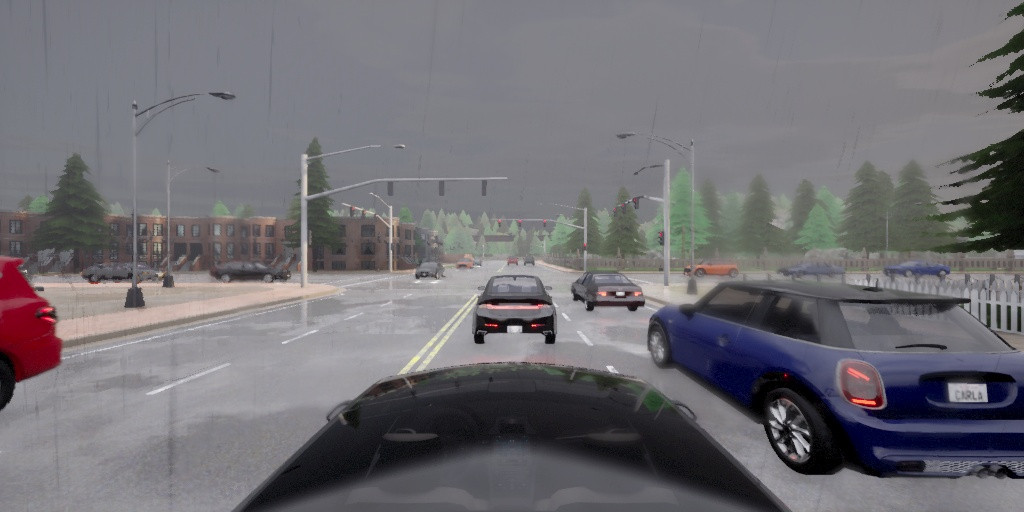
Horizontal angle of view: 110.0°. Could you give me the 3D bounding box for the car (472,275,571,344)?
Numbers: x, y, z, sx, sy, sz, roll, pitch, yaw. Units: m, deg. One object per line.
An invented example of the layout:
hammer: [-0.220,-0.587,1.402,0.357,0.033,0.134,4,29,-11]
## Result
car: [0.076,1.242,9.549,2.128,1.511,4.902,0,0,1]

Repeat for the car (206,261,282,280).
car: [-22.820,1.228,30.656,5.008,1.535,1.882,0,0,-1]

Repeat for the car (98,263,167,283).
car: [-29.007,1.241,26.946,4.902,1.511,2.128,0,0,-4]

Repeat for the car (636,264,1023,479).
car: [3.607,1.102,4.958,2.097,1.767,4.553,0,0,0]

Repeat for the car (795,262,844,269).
car: [28.289,1.297,33.933,5.357,1.411,2.033,0,0,1]

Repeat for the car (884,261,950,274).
car: [38.167,1.228,33.901,5.008,1.535,1.882,0,0,0]

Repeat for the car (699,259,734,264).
car: [18.764,1.102,33.963,4.553,1.767,2.097,0,0,0]

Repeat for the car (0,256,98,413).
car: [-7.096,0.971,2.402,2.150,2.045,5.566,0,0,0]

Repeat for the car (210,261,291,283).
car: [-19.510,1.228,27.219,5.008,1.535,1.882,0,0,-1]

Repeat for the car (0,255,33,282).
car: [-42.179,0.971,27.894,5.566,2.045,2.150,0,0,-21]

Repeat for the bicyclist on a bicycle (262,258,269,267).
bicyclist on a bicycle: [-28.748,1.053,41.670,0.582,1.620,1.656,0,0,-1]

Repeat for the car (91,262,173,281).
car: [-31.917,1.276,30.224,4.674,1.442,1.812,0,0,-7]

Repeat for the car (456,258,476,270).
car: [-7.003,1.102,52.912,2.097,1.767,4.553,0,0,0]

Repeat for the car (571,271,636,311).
car: [3.606,1.297,14.376,2.033,1.411,5.357,0,0,0]

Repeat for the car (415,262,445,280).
car: [-7.047,1.255,31.201,1.837,1.490,4.892,0,0,0]

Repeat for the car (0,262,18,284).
car: [-39.175,1.228,25.224,5.008,1.535,1.882,0,0,-18]
